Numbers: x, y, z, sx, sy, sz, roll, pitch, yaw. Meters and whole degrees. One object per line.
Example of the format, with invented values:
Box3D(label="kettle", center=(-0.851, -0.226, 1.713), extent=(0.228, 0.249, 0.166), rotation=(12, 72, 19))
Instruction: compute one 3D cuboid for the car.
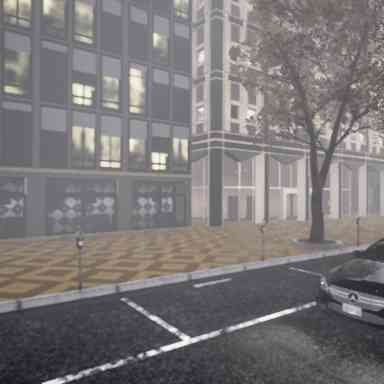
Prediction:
Box3D(label="car", center=(4.402, 1.611, 6.532), extent=(4.674, 1.442, 1.812), rotation=(1, -1, -35))
